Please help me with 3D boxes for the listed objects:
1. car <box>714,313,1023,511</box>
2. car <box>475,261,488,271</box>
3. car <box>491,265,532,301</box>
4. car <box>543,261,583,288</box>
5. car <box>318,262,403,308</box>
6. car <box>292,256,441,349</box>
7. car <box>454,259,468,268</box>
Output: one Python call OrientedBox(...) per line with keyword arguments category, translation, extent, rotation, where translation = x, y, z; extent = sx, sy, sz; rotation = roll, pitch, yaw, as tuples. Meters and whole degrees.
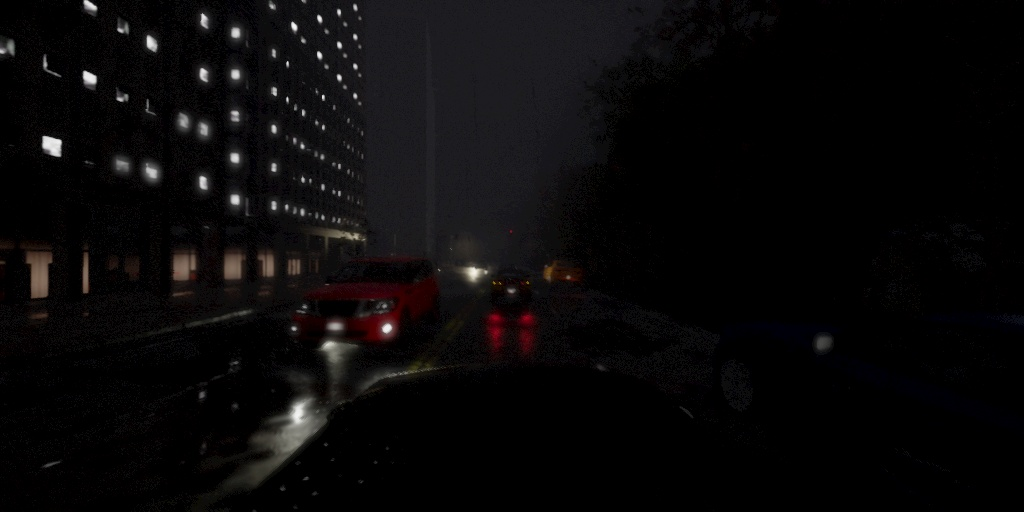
OrientedBox(category="car", translation=(3.313, 1.098, 2.142), extent=(1.882, 1.535, 5.008), rotation=(4, 3, -1))
OrientedBox(category="car", translation=(-4.874, 1.562, 57.679), extent=(1.882, 1.535, 5.008), rotation=(0, 0, -3))
OrientedBox(category="car", translation=(-0.047, 1.356, 17.723), extent=(1.812, 1.442, 4.674), rotation=(0, -1, -1))
OrientedBox(category="car", translation=(3.189, 1.098, 22.863), extent=(1.882, 1.535, 5.008), rotation=(6, -1, -1))
OrientedBox(category="car", translation=(-6.720, 1.176, 16.552), extent=(2.097, 1.767, 4.553), rotation=(0, 0, -1))
OrientedBox(category="car", translation=(-3.376, 1.011, 9.603), extent=(2.150, 2.045, 5.566), rotation=(0, 0, 0))
OrientedBox(category="car", translation=(-8.119, 1.176, 57.490), extent=(2.128, 1.511, 4.902), rotation=(0, 0, -3))
